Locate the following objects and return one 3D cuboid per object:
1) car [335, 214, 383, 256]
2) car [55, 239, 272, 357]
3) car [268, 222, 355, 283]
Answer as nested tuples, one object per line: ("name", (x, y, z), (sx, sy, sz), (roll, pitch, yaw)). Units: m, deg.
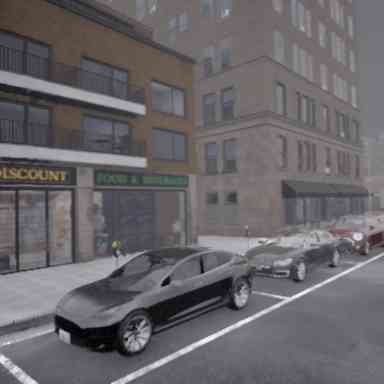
("car", (7.107, 1.787, 14.696), (1.967, 1.590, 4.097), (-4, -3, 43))
("car", (-0.450, 1.834, 6.651), (1.947, 1.339, 4.313), (-4, -3, 43))
("car", (3.330, 1.857, 10.672), (2.008, 1.369, 4.403), (-4, -3, 43))
